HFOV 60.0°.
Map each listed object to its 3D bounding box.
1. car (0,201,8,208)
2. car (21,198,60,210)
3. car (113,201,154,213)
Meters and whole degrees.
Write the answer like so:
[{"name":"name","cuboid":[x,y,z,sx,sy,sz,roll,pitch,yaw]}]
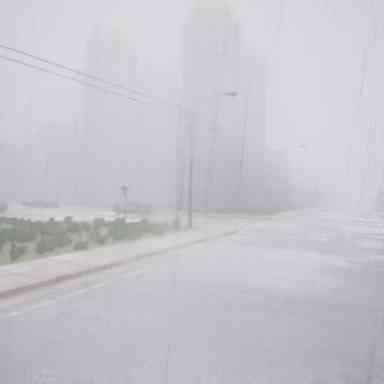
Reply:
[{"name":"car","cuboid":[-20.289,1.184,32.190,2.242,1.667,4.611,1,0,27]},{"name":"car","cuboid":[-18.120,1.398,39.790,4.718,1.301,1.895,1,0,27]},{"name":"car","cuboid":[-5.981,1.608,33.814,4.181,1.385,1.994,1,0,27]}]
